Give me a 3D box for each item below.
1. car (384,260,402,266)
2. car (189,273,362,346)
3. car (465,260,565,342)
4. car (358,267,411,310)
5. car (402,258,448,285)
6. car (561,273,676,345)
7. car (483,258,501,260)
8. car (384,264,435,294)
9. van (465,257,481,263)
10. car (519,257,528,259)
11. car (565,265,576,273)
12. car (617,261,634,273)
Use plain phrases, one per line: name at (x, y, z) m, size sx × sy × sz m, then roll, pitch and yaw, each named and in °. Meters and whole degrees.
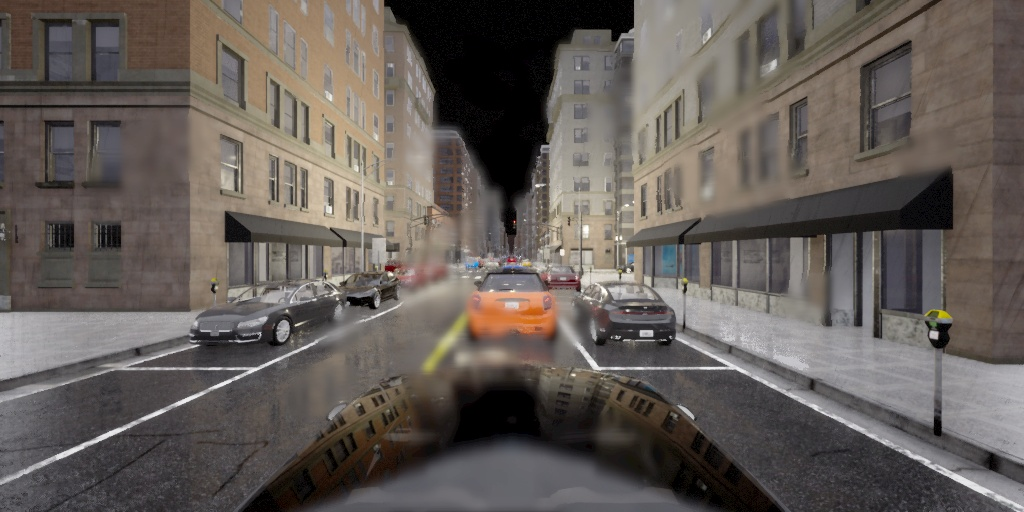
car at (-14.191, 1.227, 40.636) m, size 5.008 × 1.535 × 1.882 m, roll 0°, pitch 1°, yaw -2°
car at (-5.862, 1.300, 9.259) m, size 2.007 × 1.370 × 4.403 m, roll 0°, pitch 0°, yaw 0°
car at (0.014, 1.102, 9.948) m, size 2.097 × 1.767 × 4.553 m, roll 0°, pitch 0°, yaw 0°
car at (-5.866, 1.315, 14.784) m, size 1.948 × 1.339 × 4.313 m, roll 0°, pitch 0°, yaw 0°
car at (-5.875, 1.062, 25.831) m, size 2.192 × 1.841 × 5.009 m, roll 0°, pitch 0°, yaw 0°
car at (2.664, 1.300, 9.289) m, size 2.007 × 1.370 × 4.403 m, roll 0°, pitch 0°, yaw 0°
car at (-3.133, 1.339, 55.901) m, size 1.895 × 1.301 × 4.718 m, roll 0°, pitch 0°, yaw 0°
car at (-5.870, 1.330, 20.308) m, size 1.802 × 1.307 × 4.207 m, roll 0°, pitch 0°, yaw 0°
van at (-5.895, 1.080, 52.779) m, size 1.690 × 1.789 × 3.998 m, roll 0°, pitch 0°, yaw 0°
car at (2.622, 1.261, 64.171) m, size 1.751 × 1.417 × 4.829 m, roll 0°, pitch 0°, yaw 0°
car at (2.656, 1.188, 20.340) m, size 1.967 × 1.591 × 4.097 m, roll 0°, pitch 0°, yaw 0°
car at (14.536, 1.239, 40.974) m, size 4.892 × 1.490 × 1.837 m, roll 0°, pitch 0°, yaw 1°
